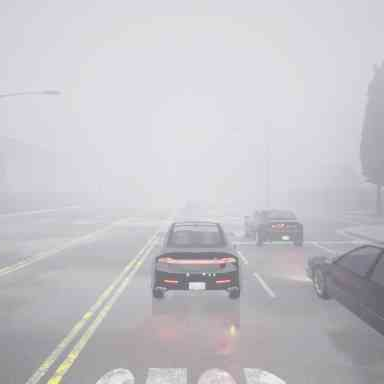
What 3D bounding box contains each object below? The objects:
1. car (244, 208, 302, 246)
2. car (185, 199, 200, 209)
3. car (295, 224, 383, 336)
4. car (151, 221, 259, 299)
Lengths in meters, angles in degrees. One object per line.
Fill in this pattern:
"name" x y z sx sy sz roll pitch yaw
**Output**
"car" 3.579 1.505 15.157 1.837 1.490 4.892 0 0 0
"car" 0.038 1.601 44.144 1.895 1.301 4.718 0 0 0
"car" 3.593 1.547 5.410 2.033 1.411 5.357 0 0 0
"car" 0.089 1.492 8.459 2.128 1.511 4.902 0 0 0
